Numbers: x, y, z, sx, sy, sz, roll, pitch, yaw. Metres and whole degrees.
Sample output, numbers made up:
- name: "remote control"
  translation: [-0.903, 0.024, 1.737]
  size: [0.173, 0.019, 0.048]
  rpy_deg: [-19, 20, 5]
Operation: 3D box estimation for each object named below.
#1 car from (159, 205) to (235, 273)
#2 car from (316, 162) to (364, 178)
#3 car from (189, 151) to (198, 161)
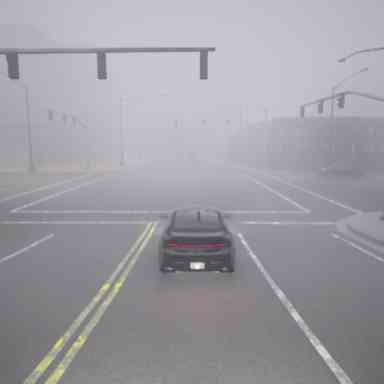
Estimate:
- name: "car"
  translation: [0.125, 1.129, 9.574]
  size: [1.837, 1.490, 4.892]
  rpy_deg: [0, 5, 0]
- name: "car"
  translation: [15.676, -2.445, 35.405]
  size: [4.553, 1.767, 2.097]
  rpy_deg: [0, 8, 0]
- name: "car"
  translation: [0.256, -7.670, 73.639]
  size: [2.033, 1.411, 5.357]
  rpy_deg: [0, 8, 0]
